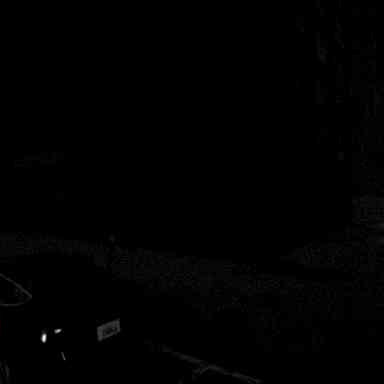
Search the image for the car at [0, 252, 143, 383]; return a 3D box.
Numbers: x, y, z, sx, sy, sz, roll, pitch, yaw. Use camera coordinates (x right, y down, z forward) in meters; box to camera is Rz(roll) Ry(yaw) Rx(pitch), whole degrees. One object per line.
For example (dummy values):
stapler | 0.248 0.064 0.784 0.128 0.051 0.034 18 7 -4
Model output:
car | -2.625 1.592 4.946 4.313 1.339 1.947 0 0 35
